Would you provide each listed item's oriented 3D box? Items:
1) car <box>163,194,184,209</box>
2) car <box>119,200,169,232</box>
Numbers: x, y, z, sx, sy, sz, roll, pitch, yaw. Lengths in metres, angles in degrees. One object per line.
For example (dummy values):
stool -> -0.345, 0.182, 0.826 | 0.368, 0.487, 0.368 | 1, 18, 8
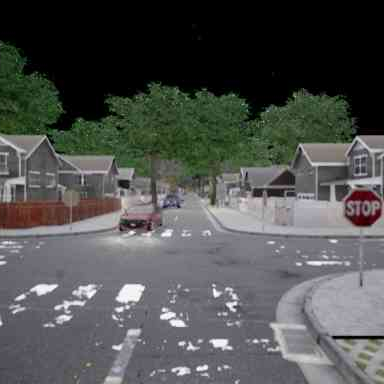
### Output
car -> -2.675, 1.257, 45.835 | 2.150, 2.045, 5.566 | 0, 0, 0
car -> -2.929, 1.485, 20.392 | 1.882, 1.535, 5.008 | 0, 0, 6
